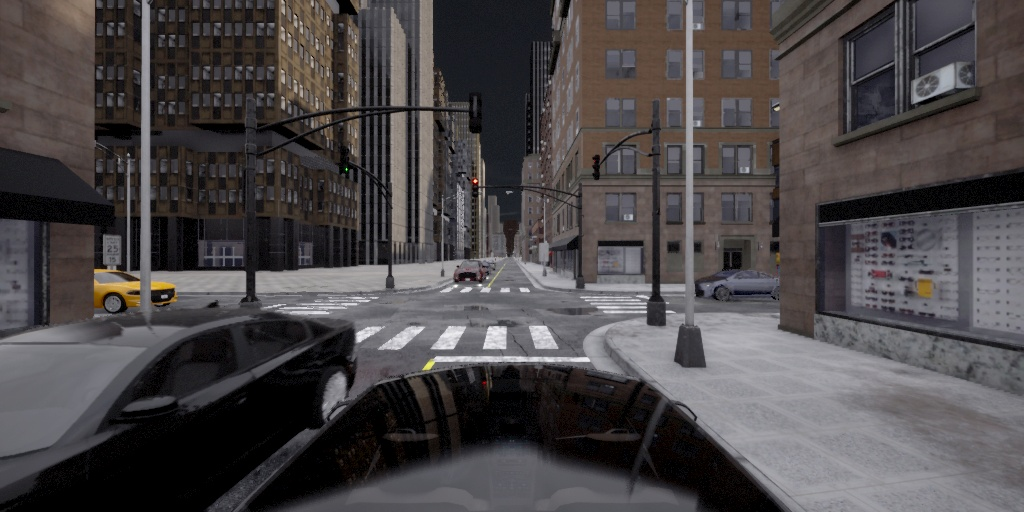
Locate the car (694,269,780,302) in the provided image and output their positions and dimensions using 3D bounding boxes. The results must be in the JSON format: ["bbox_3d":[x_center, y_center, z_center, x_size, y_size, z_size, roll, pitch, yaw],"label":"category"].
[{"bbox_3d":[10.424,1.313,16.662,4.181,1.385,1.994,0,0,-1],"label":"car"}]

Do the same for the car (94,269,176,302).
[{"bbox_3d":[-15.368,1.232,13.261,5.008,1.535,1.882,0,0,0],"label":"car"}]

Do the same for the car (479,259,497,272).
[{"bbox_3d":[-3.183,1.243,48.505,2.128,1.511,4.902,0,0,0],"label":"car"}]

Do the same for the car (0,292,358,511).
[{"bbox_3d":[-3.041,1.227,2.791,1.882,1.535,5.008,0,0,1],"label":"car"}]

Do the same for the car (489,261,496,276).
[{"bbox_3d":[-3.171,1.299,38.087,2.033,1.411,5.357,0,0,0],"label":"car"}]

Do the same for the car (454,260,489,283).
[{"bbox_3d":[-3.156,1.103,27.828,2.097,1.767,4.553,0,0,0],"label":"car"}]
